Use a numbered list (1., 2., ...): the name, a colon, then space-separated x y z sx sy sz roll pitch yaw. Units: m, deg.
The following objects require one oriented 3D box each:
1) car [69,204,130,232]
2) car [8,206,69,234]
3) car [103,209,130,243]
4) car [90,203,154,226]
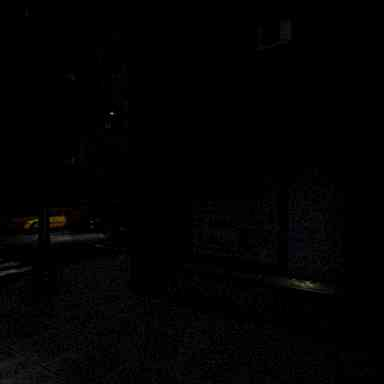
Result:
1. car: -4.621 1.498 20.402 1.882 1.535 5.008 0 0 36
2. car: -8.224 1.554 19.729 1.752 1.417 4.829 0 0 36
3. car: -1.604 1.561 15.190 1.947 1.339 4.313 0 0 36
4. car: -4.975 1.584 24.270 2.008 1.369 4.403 0 0 36
